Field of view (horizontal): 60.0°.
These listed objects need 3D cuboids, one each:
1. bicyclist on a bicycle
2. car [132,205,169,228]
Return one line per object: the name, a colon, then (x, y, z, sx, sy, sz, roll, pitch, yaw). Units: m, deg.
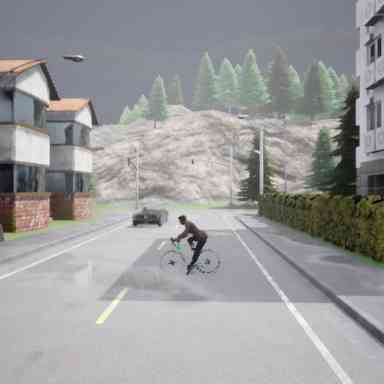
bicyclist on a bicycle: (-0.077, 1.449, 9.044, 1.656, 1.620, 0.582, -2, 0, 2)
car: (-2.730, 1.600, 22.643, 1.895, 1.301, 4.718, 0, 0, 3)
